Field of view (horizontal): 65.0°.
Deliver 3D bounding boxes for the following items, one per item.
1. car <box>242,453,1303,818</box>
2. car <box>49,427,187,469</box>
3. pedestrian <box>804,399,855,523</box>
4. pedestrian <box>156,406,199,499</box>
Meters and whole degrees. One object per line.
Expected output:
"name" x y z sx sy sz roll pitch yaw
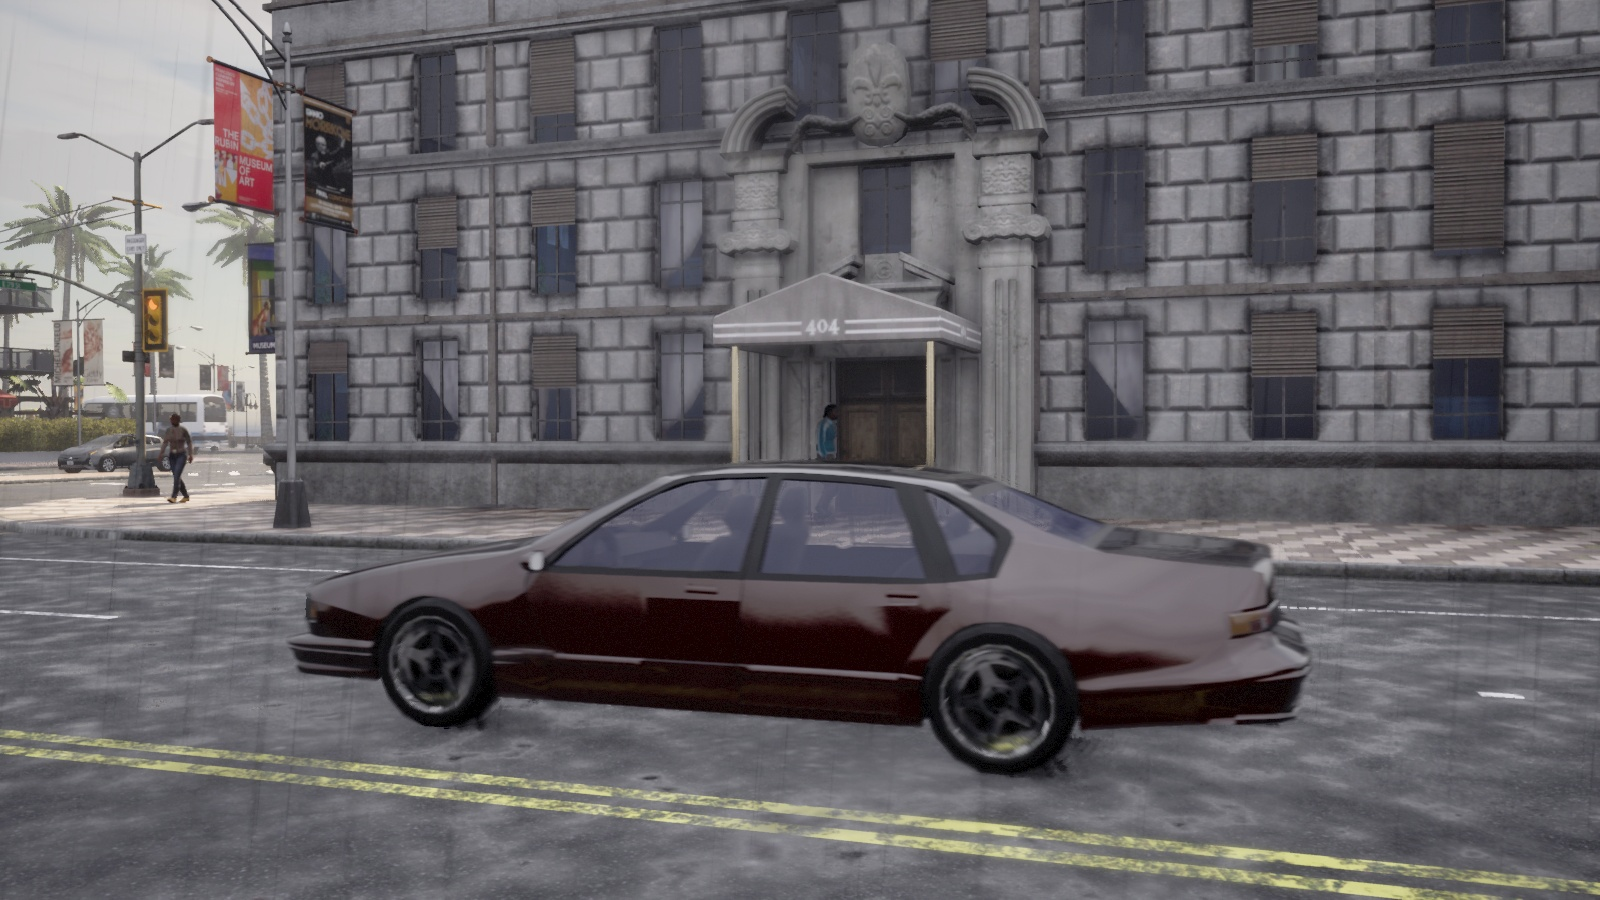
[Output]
"car" -0.172 0.762 6.943 5.357 1.411 2.033 1 1 18
"car" -26.233 -0.102 48.491 2.007 1.525 4.514 1 1 19
"pedestrian" 0.462 0.168 19.778 0.692 1.930 0.396 1 1 22
"pedestrian" -12.322 0.039 24.864 0.328 1.805 0.869 0 1 7
